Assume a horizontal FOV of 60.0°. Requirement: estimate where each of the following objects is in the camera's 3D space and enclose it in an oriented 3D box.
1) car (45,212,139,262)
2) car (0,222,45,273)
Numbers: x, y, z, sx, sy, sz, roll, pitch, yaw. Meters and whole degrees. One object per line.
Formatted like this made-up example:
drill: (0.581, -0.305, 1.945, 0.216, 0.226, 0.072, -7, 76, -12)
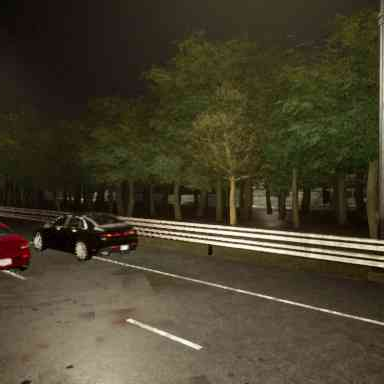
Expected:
car: (-4.011, 1.503, 12.143, 4.892, 1.490, 1.837, 0, 0, 40)
car: (-6.298, 1.523, 9.493, 4.674, 1.442, 1.812, 0, 0, 40)
